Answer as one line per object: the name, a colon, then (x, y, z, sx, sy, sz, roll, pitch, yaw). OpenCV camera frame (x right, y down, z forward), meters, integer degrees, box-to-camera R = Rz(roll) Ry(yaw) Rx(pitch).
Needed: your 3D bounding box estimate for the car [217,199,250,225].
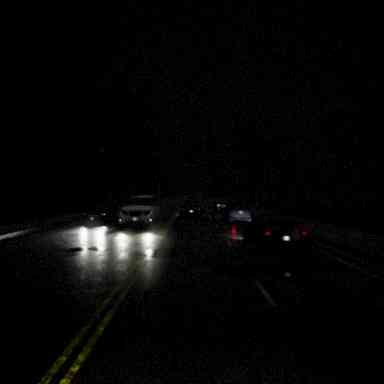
car: (3.259, 1.434, 24.467, 2.033, 1.649, 4.856, 0, 0, 0)

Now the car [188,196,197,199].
car: (0.110, 1.591, 58.605, 2.128, 1.511, 4.902, 0, 0, 0)

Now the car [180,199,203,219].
car: (-0.045, 1.571, 29.508, 1.994, 1.385, 4.181, 0, 0, 0)

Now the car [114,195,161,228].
car: (-3.341, 1.222, 22.248, 2.150, 2.045, 5.566, 0, 0, 0)

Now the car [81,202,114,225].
car: (-6.590, 1.493, 24.360, 2.128, 1.511, 4.902, 0, 0, 0)

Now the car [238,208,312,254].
car: (3.255, 1.562, 13.466, 1.994, 1.385, 4.181, 0, 0, 0)

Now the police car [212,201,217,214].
police car: (3.264, 1.523, 35.469, 2.038, 1.542, 4.974, 0, 0, 0)

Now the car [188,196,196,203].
car: (0.028, 1.677, 74.304, 1.837, 1.490, 4.892, 0, 0, 0)
